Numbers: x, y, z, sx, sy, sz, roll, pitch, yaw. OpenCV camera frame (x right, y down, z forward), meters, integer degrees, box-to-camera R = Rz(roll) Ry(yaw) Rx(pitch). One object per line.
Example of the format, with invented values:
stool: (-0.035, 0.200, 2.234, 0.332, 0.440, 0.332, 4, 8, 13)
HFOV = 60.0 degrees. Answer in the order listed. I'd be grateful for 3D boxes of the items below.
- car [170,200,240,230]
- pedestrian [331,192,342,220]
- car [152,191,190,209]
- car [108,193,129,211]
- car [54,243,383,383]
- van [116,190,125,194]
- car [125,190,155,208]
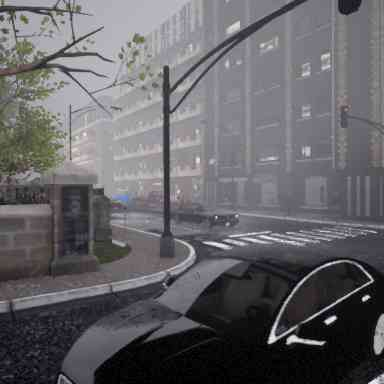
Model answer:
car: (0.589, 1.355, 19.383, 1.895, 1.301, 4.718, 0, 1, -36)
pedestrian: (9.513, 0.901, 21.976, 0.375, 1.860, 0.375, 1, -1, -36)
car: (-1.758, 0.950, 32.413, 1.967, 1.590, 4.097, 1, 1, -36)
car: (-8.049, 1.096, 31.186, 1.895, 1.301, 4.718, 0, 1, -36)
car: (0.886, 1.505, 4.123, 4.892, 1.490, 1.837, 0, 2, -43)
van: (-8.280, 0.655, 41.324, 1.690, 1.788, 3.998, 1, 1, -36)
car: (-5.018, 0.727, 36.867, 2.192, 1.841, 5.009, 1, 1, -36)
